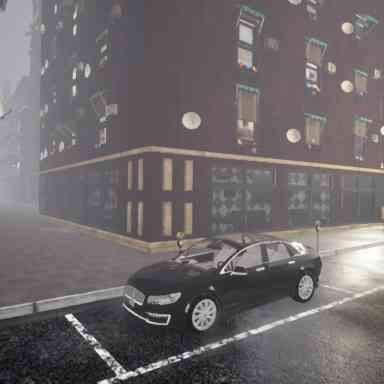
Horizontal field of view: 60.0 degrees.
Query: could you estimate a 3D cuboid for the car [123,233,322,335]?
[{"bbox_3d":[0.810,1.552,6.626,4.403,1.369,2.008,0,1,-35],"label":"car"}]
